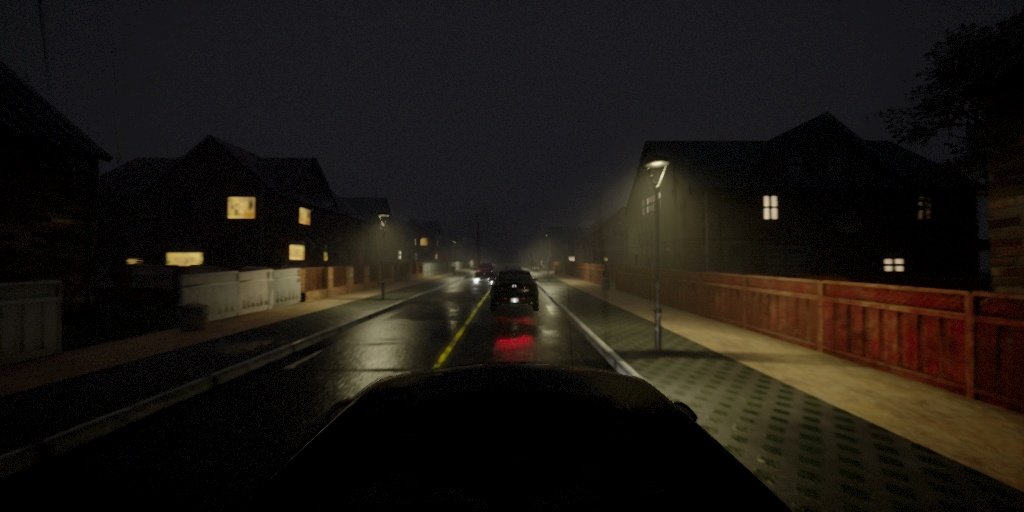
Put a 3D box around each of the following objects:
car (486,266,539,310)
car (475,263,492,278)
[{"bbox_3d":[0.096,1.335,15.146,1.837,1.490,4.892,0,0,0],"label":"car"},{"bbox_3d":[-2.762,1.503,37.842,1.812,1.442,4.674,0,-1,0],"label":"car"}]
